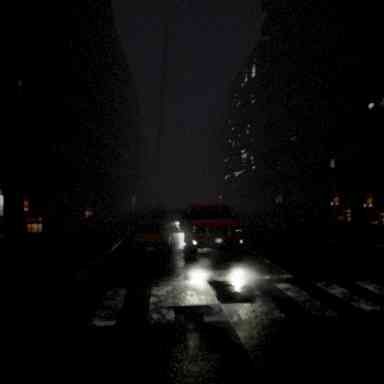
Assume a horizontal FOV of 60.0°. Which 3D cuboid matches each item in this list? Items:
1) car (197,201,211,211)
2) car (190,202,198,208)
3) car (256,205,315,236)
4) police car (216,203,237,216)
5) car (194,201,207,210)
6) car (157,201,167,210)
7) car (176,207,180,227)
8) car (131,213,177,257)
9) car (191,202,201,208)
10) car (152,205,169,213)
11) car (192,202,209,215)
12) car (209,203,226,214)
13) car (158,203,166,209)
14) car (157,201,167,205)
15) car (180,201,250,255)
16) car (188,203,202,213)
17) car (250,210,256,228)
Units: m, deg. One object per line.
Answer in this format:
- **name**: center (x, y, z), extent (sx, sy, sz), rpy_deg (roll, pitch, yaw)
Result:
- **car**: center (2.344, 2.746, 66.510), extent (2.192, 1.841, 5.009), rpy_deg (-1, -1, -5)
- **car**: center (0.484, 3.489, 89.081), extent (1.947, 1.339, 4.313), rpy_deg (-1, -1, -5)
- **car**: center (6.088, 1.736, 21.363), extent (2.192, 1.841, 5.009), rpy_deg (-2, -1, -5)
- **police car**: center (4.583, 2.383, 45.508), extent (1.930, 1.638, 5.238), rpy_deg (0, -1, -5)
- **car**: center (1.876, 2.870, 72.155), extent (2.192, 1.841, 5.009), rpy_deg (-1, -1, -5)
- **car**: center (-6.437, 2.933, 71.403), extent (2.192, 1.841, 5.009), rpy_deg (-1, -1, -5)
- **car**: center (-0.032, 2.079, 25.755), extent (1.837, 1.490, 4.892), rpy_deg (0, -1, -5)
- **car**: center (-1.737, 1.876, 14.793), extent (1.752, 1.417, 4.829), rpy_deg (-1, -1, -5)
- **car**: center (0.946, 3.346, 83.438), extent (1.887, 1.381, 4.507), rpy_deg (-1, -1, -5)
- **car**: center (-3.154, 2.282, 31.893), extent (1.887, 1.381, 4.507), rpy_deg (-1, -1, -5)
- **car**: center (1.177, 2.437, 49.867), extent (2.097, 1.767, 4.553), rpy_deg (0, -1, -5)
- **car**: center (4.019, 2.589, 52.373), extent (1.882, 1.535, 5.008), rpy_deg (0, -1, -5)
- **car**: center (-7.367, 3.409, 82.687), extent (1.887, 1.381, 4.507), rpy_deg (-1, -1, -5)
- **car**: center (-5.963, 3.038, 65.756), extent (1.887, 1.381, 4.507), rpy_deg (-1, -1, -5)
- **car**: center (0.813, 1.562, 15.452), extent (2.150, 2.045, 5.566), rpy_deg (0, -1, -5)
- **car**: center (0.448, 2.772, 58.653), extent (2.128, 1.511, 4.902), rpy_deg (0, -1, -5)
- **car**: center (5.627, 2.093, 27.002), extent (1.887, 1.381, 4.507), rpy_deg (-2, -1, -5)
